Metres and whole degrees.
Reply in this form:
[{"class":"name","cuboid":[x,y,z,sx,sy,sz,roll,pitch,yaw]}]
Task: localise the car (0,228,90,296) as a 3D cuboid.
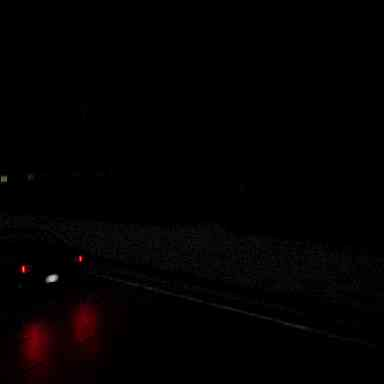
[{"class":"car","cuboid":[-4.795,1.608,8.683,4.718,1.301,1.895,0,0,39]}]
